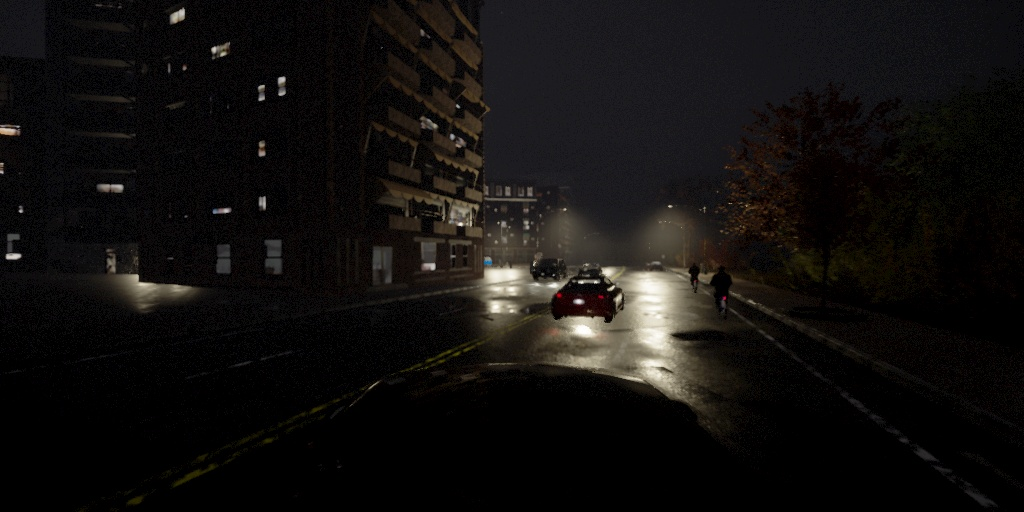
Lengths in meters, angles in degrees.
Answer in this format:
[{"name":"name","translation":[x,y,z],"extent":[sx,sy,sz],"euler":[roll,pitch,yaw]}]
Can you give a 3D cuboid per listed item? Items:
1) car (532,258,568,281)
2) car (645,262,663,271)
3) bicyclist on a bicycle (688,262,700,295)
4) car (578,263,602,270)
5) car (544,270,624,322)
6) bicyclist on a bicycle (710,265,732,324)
[{"name":"car","translation":[3.564,1.182,32.691],"extent":[2.150,2.045,5.566],"euler":[0,-1,21]},{"name":"car","translation":[23.194,1.609,57.878],"extent":[2.033,1.411,5.357],"euler":[0,-1,17]},{"name":"bicyclist on a bicycle","translation":[10.015,1.217,19.731],"extent":[0.659,1.776,1.843],"euler":[0,0,22]},{"name":"car","translation":[7.390,1.446,33.608],"extent":[2.128,1.511,4.902],"euler":[0,-1,21]},{"name":"car","translation":[2.821,1.384,12.822],"extent":[1.994,1.385,4.181],"euler":[0,0,23]},{"name":"bicyclist on a bicycle","translation":[6.587,1.169,11.328],"extent":[0.659,1.776,1.843],"euler":[0,0,23]}]
